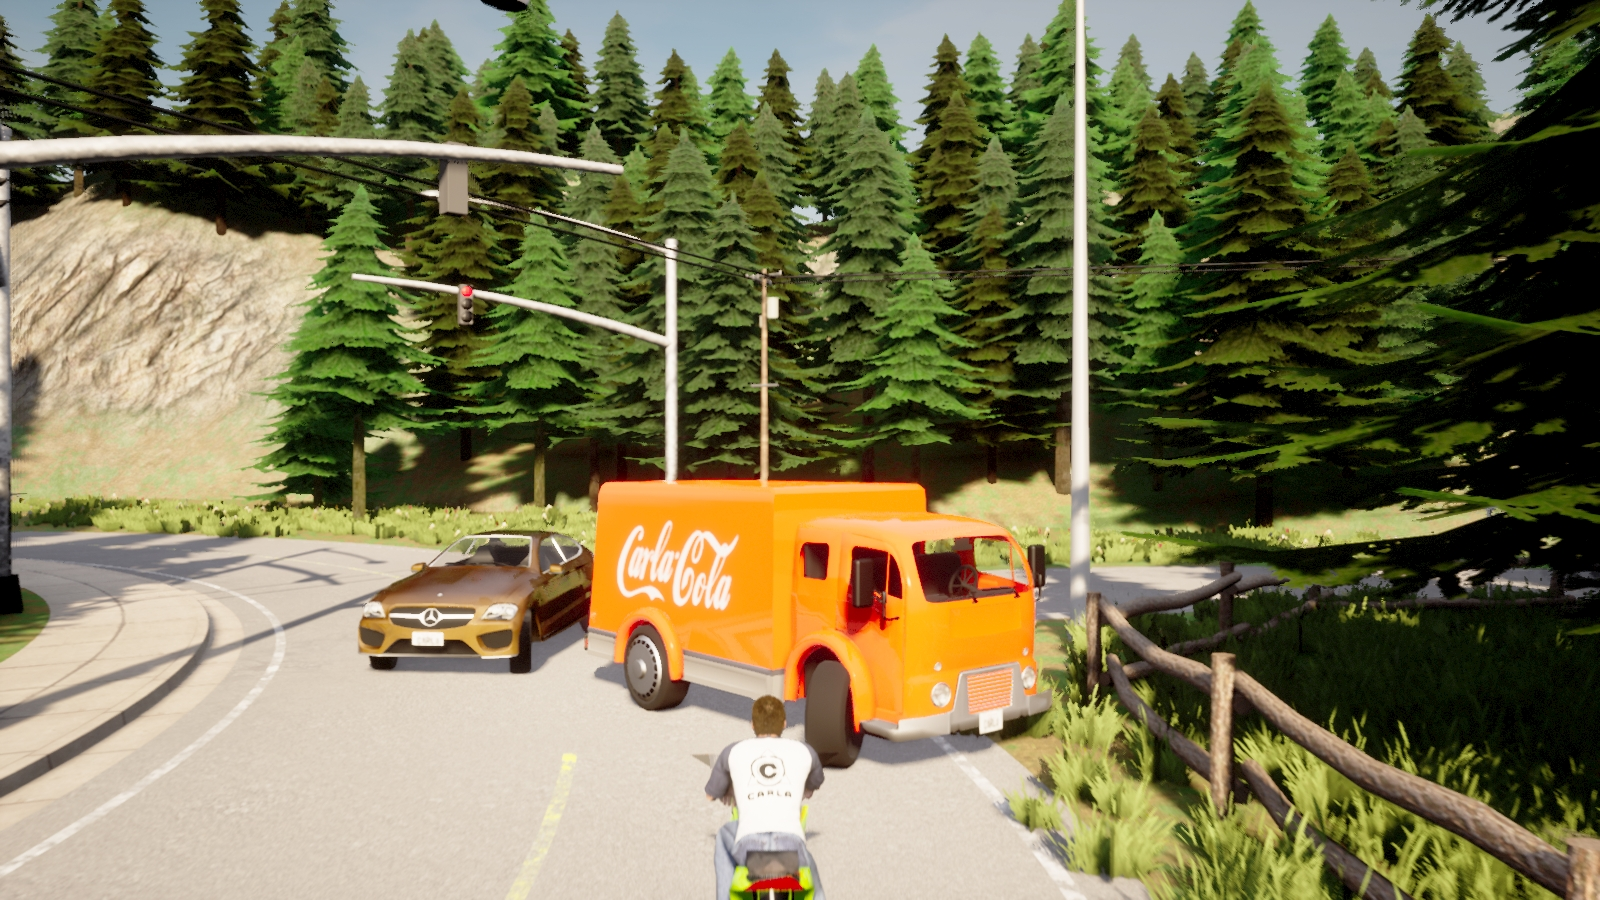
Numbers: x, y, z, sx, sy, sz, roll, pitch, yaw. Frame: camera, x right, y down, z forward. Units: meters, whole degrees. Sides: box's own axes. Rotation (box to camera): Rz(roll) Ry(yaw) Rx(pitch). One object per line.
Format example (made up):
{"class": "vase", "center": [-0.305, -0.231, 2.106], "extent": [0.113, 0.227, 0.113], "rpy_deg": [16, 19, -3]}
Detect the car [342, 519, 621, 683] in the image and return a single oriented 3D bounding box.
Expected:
{"class": "car", "center": [-4.255, 1.970, 16.313], "extent": [2.152, 1.651, 5.027], "rpy_deg": [0, 0, 6]}

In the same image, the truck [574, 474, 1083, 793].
{"class": "truck", "center": [0.037, 1.542, 12.097], "extent": [2.627, 2.467, 5.204], "rpy_deg": [0, 0, -39]}

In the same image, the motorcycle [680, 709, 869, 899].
{"class": "motorcycle", "center": [-0.162, 2.159, 5.850], "extent": [0.803, 1.199, 2.033], "rpy_deg": [0, 0, -3]}
